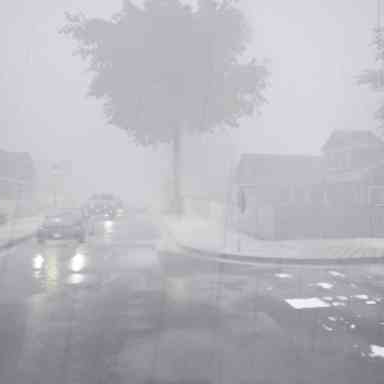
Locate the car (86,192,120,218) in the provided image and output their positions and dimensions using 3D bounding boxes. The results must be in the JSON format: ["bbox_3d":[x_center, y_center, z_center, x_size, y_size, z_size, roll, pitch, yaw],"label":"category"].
[{"bbox_3d":[-7.591,1.061,28.220,2.150,2.045,5.566,1,0,-9],"label":"car"}]

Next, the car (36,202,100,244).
[{"bbox_3d":[-5.592,1.414,15.229,1.812,1.442,4.674,1,0,-9],"label":"car"}]

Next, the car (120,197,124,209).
[{"bbox_3d":[-9.684,1.262,41.915,1.882,1.535,5.008,1,0,-8],"label":"car"}]
